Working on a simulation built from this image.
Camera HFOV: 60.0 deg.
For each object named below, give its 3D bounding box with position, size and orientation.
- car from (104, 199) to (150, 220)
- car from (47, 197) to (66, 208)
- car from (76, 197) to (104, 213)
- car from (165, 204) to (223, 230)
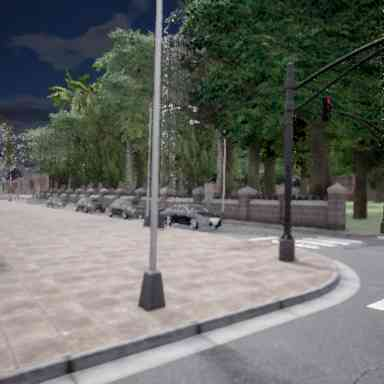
[{"bbox_3d":[-5.434,1.388,28.623,2.097,1.767,4.553,2,-1,-36],"label":"car"},{"bbox_3d":[-20.005,1.530,48.979,2.128,1.511,4.902,2,-1,-36],"label":"car"},{"bbox_3d":[-11.118,1.384,36.522,2.097,1.767,4.553,2,-1,-36],"label":"car"},{"bbox_3d":[-0.081,1.532,21.199,2.128,1.511,4.902,2,-1,-36],"label":"car"}]
